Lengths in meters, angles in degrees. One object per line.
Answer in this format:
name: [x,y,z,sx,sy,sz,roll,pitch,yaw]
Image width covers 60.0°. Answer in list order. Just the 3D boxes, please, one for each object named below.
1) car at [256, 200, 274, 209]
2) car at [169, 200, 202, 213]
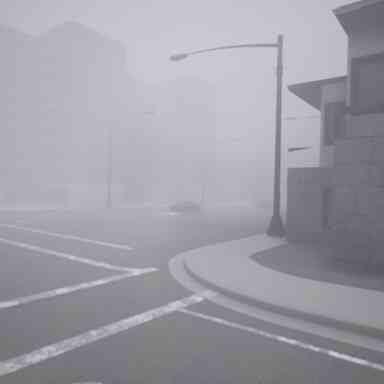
car: [12.306,2.039,54.738,1.837,1.490,4.892,2,0,37]
car: [-0.681,1.642,37.479,1.994,1.385,4.181,2,0,37]
